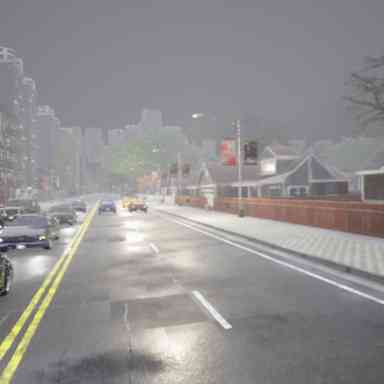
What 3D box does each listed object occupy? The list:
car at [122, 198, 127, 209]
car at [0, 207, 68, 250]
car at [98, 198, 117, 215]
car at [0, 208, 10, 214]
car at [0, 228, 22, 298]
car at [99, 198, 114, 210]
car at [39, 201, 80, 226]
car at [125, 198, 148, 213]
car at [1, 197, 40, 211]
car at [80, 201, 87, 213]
[{"bbox_3d":[-9.119,1.544,48.511,1.882,1.535,5.008,-2,1,-14],"label":"car"},{"bbox_3d":[-7.106,1.683,15.034,2.033,1.411,5.357,-2,0,-15],"label":"car"},{"bbox_3d":[-9.327,1.643,36.653,1.812,1.442,4.674,-2,0,-15],"label":"car"},{"bbox_3d":[-10.695,1.773,15.874,2.033,1.411,5.357,-2,0,-15],"label":"car"},{"bbox_3d":[-4.721,1.667,5.995,1.994,1.385,4.181,-2,0,-15],"label":"car"},{"bbox_3d":[-12.177,1.656,47.358,1.837,1.490,4.892,-2,1,-14],"label":"car"},{"bbox_3d":[-9.618,1.673,24.557,1.837,1.490,4.892,-2,0,-15],"label":"car"},{"bbox_3d":[-6.161,1.634,37.354,1.895,1.301,4.718,-2,0,-14],"label":"car"},{"bbox_3d":[-13.405,1.482,26.159,2.150,2.045,5.566,-2,0,-15],"label":"car"},{"bbox_3d":[-13.435,1.760,39.345,2.033,1.411,5.357,-2,0,-15],"label":"car"}]
